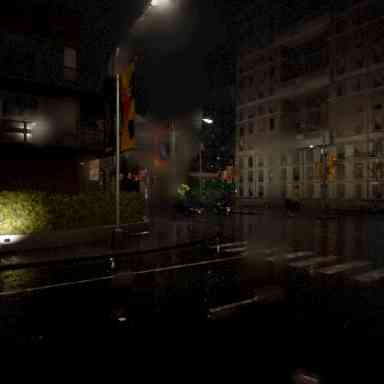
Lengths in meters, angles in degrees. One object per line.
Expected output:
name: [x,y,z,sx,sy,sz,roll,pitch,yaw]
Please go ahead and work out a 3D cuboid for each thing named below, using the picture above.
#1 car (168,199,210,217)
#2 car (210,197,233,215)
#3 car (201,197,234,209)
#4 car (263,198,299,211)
car: [-0.655,1.526,32.093,1.812,1.442,4.674,0,0,-35]
car: [2.136,1.491,34.211,2.128,1.511,4.902,0,0,-35]
car: [3.516,1.478,46.457,1.882,1.535,5.008,0,0,-35]
car: [11.099,1.504,41.772,1.837,1.490,4.892,0,0,-35]
